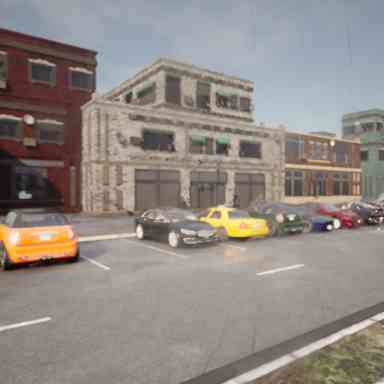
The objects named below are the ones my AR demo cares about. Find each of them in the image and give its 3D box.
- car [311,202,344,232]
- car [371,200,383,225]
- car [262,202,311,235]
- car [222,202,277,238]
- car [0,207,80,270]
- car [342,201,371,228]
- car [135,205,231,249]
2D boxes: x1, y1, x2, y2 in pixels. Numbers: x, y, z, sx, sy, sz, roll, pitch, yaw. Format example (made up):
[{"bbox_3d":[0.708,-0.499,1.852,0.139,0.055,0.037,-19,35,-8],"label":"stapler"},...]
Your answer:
[{"bbox_3d":[5.853,1.441,19.402,2.163,1.488,4.792,0,0,-35],"label":"car"},{"bbox_3d":[10.369,1.399,22.643,2.231,1.521,4.892,0,0,-35],"label":"car"},{"bbox_3d":[3.594,1.294,17.796,2.185,1.767,4.553,0,0,-36],"label":"car"},{"bbox_3d":[1.302,1.425,16.427,1.946,1.575,5.366,0,0,-35],"label":"car"},{"bbox_3d":[-5.466,1.334,11.345,2.185,1.767,4.553,0,0,-35],"label":"car"},{"bbox_3d":[8.097,1.404,21.041,2.097,1.535,5.008,0,0,-35],"label":"car"},{"bbox_3d":[-0.859,1.438,14.669,2.231,1.521,4.892,0,0,-35],"label":"car"}]
